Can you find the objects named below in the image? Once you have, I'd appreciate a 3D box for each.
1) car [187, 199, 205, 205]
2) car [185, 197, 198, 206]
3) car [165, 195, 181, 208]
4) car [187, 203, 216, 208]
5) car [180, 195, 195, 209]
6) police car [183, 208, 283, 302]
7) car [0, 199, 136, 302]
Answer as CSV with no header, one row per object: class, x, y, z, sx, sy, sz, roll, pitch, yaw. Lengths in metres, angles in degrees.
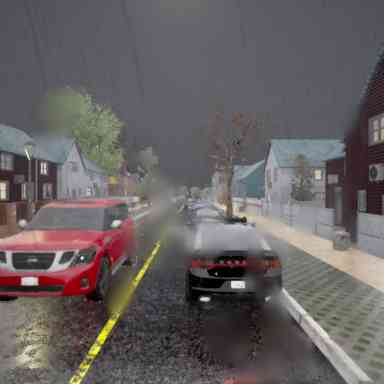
car,0.774,1.500,24.324,1.882,1.535,5.008,0,0,0
car,-0.122,1.678,58.096,2.128,1.511,4.902,0,0,0
car,-2.952,1.663,50.927,1.812,1.442,4.674,0,0,0
car,0.786,1.535,18.323,1.812,1.442,4.674,0,0,0
car,-0.074,1.594,44.909,2.128,1.511,4.902,0,0,1
police car,0.807,1.426,8.433,1.930,1.638,5.238,0,0,0
car,-2.869,1.222,8.630,2.150,2.045,5.566,0,0,0
